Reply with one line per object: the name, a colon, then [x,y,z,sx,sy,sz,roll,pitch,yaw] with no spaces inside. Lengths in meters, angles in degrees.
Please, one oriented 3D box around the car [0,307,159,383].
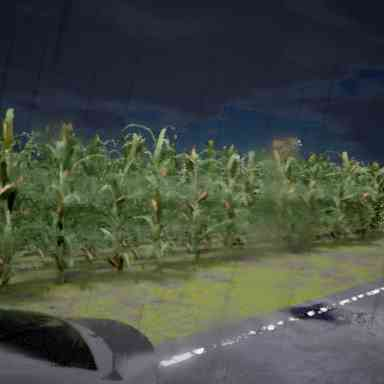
car: [-2.366,1.497,1.370,4.892,1.490,1.837,0,0,-35]
